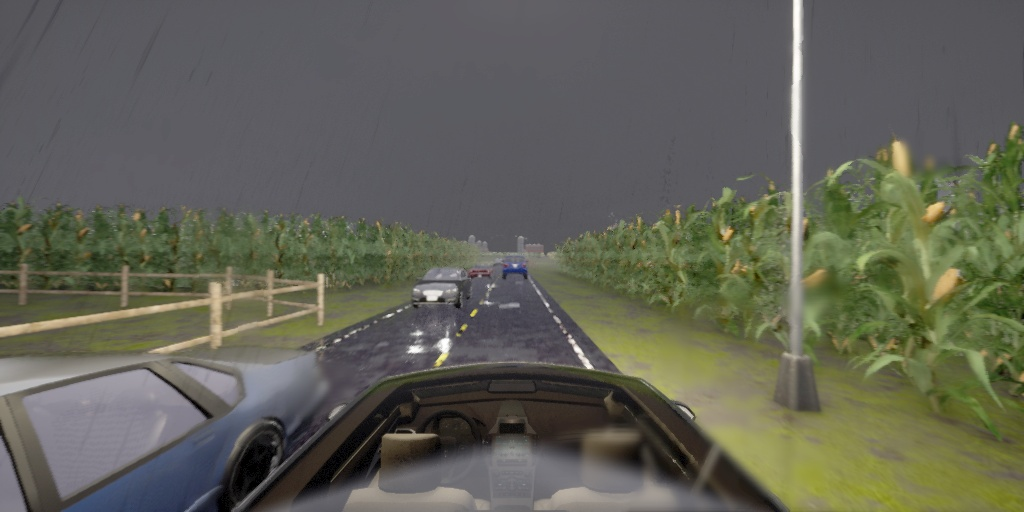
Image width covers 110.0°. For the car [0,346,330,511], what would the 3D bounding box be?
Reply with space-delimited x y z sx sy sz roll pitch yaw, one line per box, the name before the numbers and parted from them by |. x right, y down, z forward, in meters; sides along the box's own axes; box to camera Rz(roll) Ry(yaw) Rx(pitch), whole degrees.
car | -2.862 1.285 1.460 2.033 1.411 5.357 0 0 0

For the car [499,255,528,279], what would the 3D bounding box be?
car | 0.268 0.956 32.271 2.150 2.045 5.566 0 0 0

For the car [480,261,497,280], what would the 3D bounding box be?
car | -2.604 1.326 31.576 1.895 1.301 4.718 0 0 1

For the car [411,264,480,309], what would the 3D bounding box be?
car | -2.777 1.228 15.015 2.128 1.511 4.902 0 0 0
